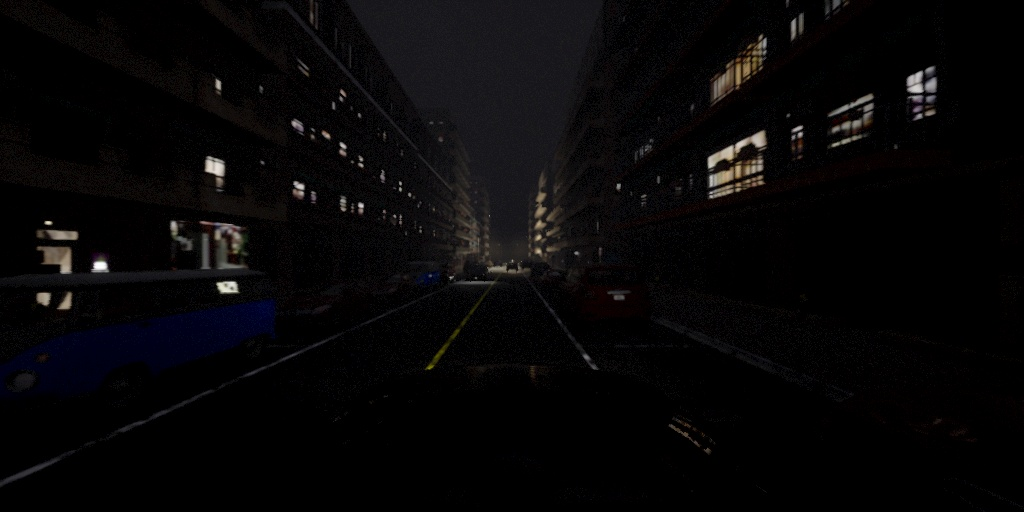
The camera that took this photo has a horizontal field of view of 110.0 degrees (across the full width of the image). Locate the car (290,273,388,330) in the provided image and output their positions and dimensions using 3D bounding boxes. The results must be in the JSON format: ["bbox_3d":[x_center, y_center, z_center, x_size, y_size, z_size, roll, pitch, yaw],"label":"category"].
[{"bbox_3d":[-5.658,1.403,11.359,1.802,1.307,4.207,0,0,0],"label":"car"}]

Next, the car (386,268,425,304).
[{"bbox_3d":[-5.660,1.445,17.023,1.802,1.307,4.207,0,0,0],"label":"car"}]

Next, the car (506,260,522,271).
[{"bbox_3d":[0.057,1.664,58.489,2.128,1.511,4.902,0,-1,1],"label":"car"}]

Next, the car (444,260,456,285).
[{"bbox_3d":[-5.698,1.261,28.351,2.192,1.841,5.009,0,0,0],"label":"car"}]

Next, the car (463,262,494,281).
[{"bbox_3d":[-3.092,1.532,33.395,2.033,1.411,5.357,0,0,0],"label":"car"}]

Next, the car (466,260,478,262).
[{"bbox_3d":[-5.685,1.432,51.006,2.192,1.841,5.009,0,0,0],"label":"car"}]

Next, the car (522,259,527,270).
[{"bbox_3d":[2.697,1.517,62.300,2.192,1.841,5.009,0,0,0],"label":"car"}]

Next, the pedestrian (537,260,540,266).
[{"bbox_3d":[3.005,1.334,40.863,0.375,1.860,0.375,-1,0,-5],"label":"pedestrian"}]

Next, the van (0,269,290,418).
[{"bbox_3d":[-5.658,1.120,5.696,1.690,1.789,3.998,0,0,0],"label":"van"}]

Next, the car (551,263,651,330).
[{"bbox_3d":[2.690,1.135,11.328,2.192,1.841,5.009,0,0,0],"label":"car"}]

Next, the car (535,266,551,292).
[{"bbox_3d":[2.691,1.485,22.655,1.802,1.307,4.207,0,0,0],"label":"car"}]

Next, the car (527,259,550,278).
[{"bbox_3d":[3.005,1.370,38.068,2.097,1.767,4.553,0,0,0],"label":"car"}]

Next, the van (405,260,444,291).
[{"bbox_3d":[-5.671,1.245,22.688,1.690,1.789,3.998,0,0,0],"label":"van"}]
